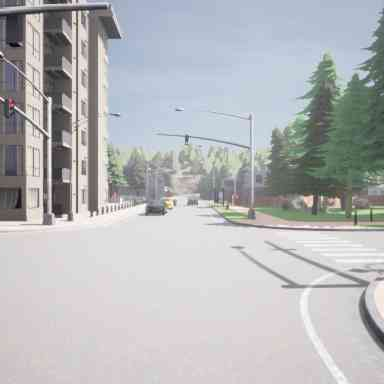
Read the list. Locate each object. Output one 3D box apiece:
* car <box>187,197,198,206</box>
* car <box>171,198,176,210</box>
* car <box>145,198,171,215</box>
[{"bbox_3d":[0.148,1.547,55.654,2.033,1.411,5.357,0,0,0],"label":"car"},{"bbox_3d":[-3.476,1.477,43.431,1.882,1.535,5.008,0,0,0],"label":"car"},{"bbox_3d":[-3.512,1.478,33.470,1.882,1.535,5.008,0,0,0],"label":"car"}]
